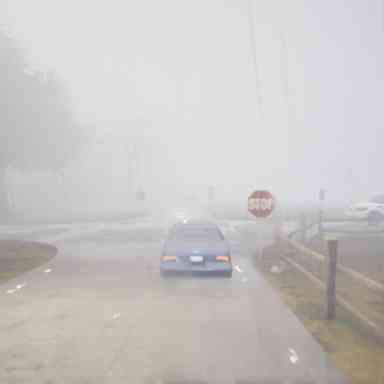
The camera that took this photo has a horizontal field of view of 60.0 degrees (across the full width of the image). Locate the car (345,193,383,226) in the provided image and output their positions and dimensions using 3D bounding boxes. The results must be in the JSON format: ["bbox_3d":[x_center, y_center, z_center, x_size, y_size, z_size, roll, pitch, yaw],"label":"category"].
[{"bbox_3d":[13.035,1.062,21.685,5.566,2.045,2.150,-1,1,-1],"label":"car"}]

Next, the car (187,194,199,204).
[{"bbox_3d":[0.128,1.397,65.939,2.150,2.045,5.566,0,-1,0],"label":"car"}]

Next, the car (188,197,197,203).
[{"bbox_3d":[0.034,1.797,76.443,1.994,1.385,4.181,0,0,0],"label":"car"}]

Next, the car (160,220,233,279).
[{"bbox_3d":[0.104,1.557,10.029,2.033,1.411,5.357,0,0,0],"label":"car"}]
